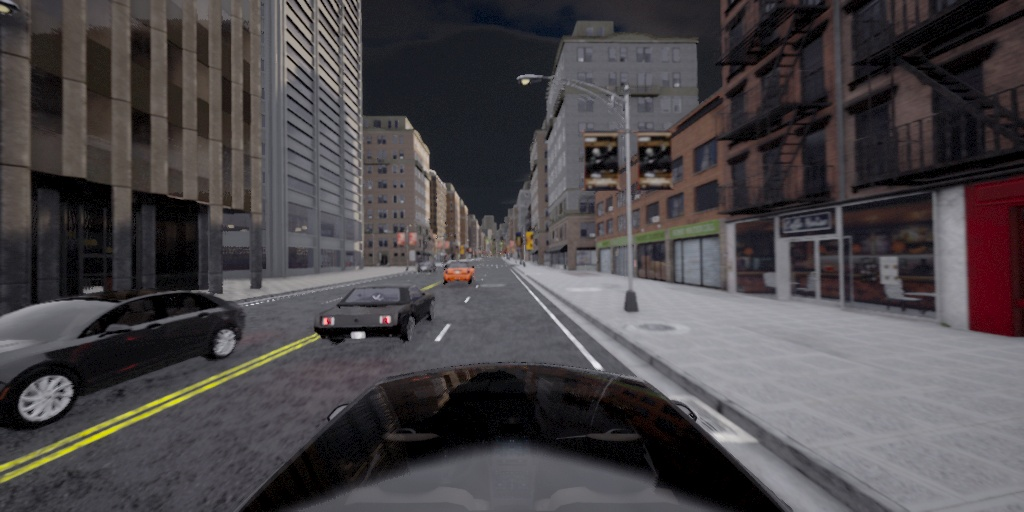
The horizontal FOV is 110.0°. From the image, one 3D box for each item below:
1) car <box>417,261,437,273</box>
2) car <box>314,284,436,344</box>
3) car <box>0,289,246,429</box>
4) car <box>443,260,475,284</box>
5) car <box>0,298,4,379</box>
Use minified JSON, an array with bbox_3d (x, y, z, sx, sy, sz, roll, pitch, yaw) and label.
[{"bbox_3d":[-11.350,1.478,48.078,2.128,1.511,4.902,-1,0,-2],"label":"car"},{"bbox_3d":[-3.374,1.415,9.908,1.895,1.301,4.718,-1,0,-2],"label":"car"},{"bbox_3d":[-6.683,1.366,5.852,1.837,1.490,4.892,-1,0,-2],"label":"car"},{"bbox_3d":[-4.034,1.195,28.130,2.097,1.767,4.553,-1,0,-2],"label":"car"},{"bbox_3d":[-9.852,1.455,3.584,2.033,1.411,5.357,-1,0,-2],"label":"car"}]
